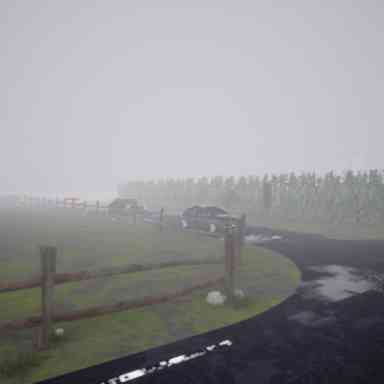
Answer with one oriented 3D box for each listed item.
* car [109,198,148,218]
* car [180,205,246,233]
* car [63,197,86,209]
[{"bbox_3d":[-5.668,1.335,29.423,2.097,1.767,4.553,2,-1,-35],"label":"car"},{"bbox_3d":[1.102,1.549,19.674,1.837,1.490,4.892,2,-1,-34],"label":"car"},{"bbox_3d":[-15.311,1.380,43.253,1.882,1.535,5.008,1,-1,-35],"label":"car"}]
